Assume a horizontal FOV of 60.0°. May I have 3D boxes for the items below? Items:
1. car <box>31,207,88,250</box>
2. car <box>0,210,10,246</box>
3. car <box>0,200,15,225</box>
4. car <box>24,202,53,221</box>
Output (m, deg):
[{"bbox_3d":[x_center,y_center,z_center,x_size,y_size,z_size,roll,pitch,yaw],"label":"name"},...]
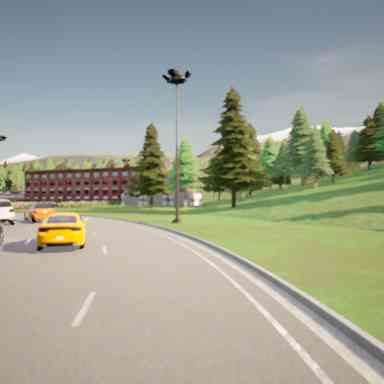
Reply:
[{"bbox_3d":[-5.988,1.700,15.609,1.882,1.535,5.008,0,0,-17],"label":"car"},{"bbox_3d":[-9.223,1.719,13.781,1.837,1.490,4.892,0,0,-18],"label":"car"},{"bbox_3d":[-16.345,1.641,27.733,2.150,2.045,5.566,0,-1,-37],"label":"car"},{"bbox_3d":[-13.943,1.794,30.470,2.097,1.767,4.553,0,-1,-37],"label":"car"}]
